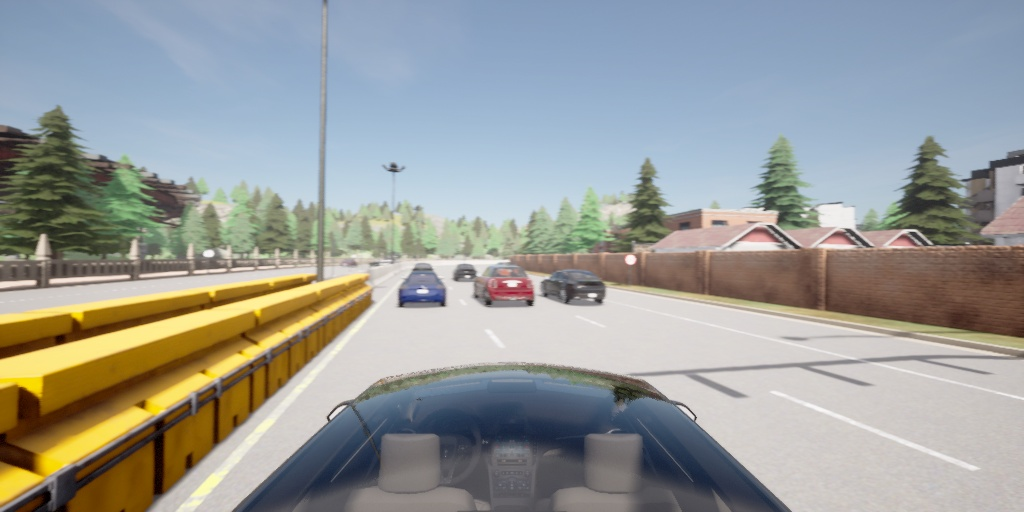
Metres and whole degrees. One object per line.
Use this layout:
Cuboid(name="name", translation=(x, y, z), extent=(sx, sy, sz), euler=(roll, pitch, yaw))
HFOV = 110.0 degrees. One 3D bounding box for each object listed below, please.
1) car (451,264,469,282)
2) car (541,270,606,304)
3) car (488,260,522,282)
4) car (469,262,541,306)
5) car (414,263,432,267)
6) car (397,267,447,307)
Cuboid(name="car", translation=(-4.151, 1.404, 31.304), extent=(1.837, 1.490, 4.892), euler=(1, 0, -14))
Cuboid(name="car", translation=(2.847, 1.411, 17.579), extent=(1.837, 1.490, 4.892), euler=(1, 0, -14))
Cuboid(name="car", translation=(-0.698, 1.302, 31.923), extent=(2.097, 1.767, 4.553), euler=(1, -1, -14))
Cuboid(name="car", translation=(-0.497, 1.196, 16.524), extent=(2.097, 1.767, 4.553), euler=(1, -1, -14))
Cuboid(name="car", translation=(-7.587, 1.318, 30.630), extent=(1.882, 1.535, 5.008), euler=(1, 0, -14))
Cuboid(name="car", translation=(-3.940, 1.355, 15.862), extent=(1.994, 1.385, 4.181), euler=(1, 0, -14))
